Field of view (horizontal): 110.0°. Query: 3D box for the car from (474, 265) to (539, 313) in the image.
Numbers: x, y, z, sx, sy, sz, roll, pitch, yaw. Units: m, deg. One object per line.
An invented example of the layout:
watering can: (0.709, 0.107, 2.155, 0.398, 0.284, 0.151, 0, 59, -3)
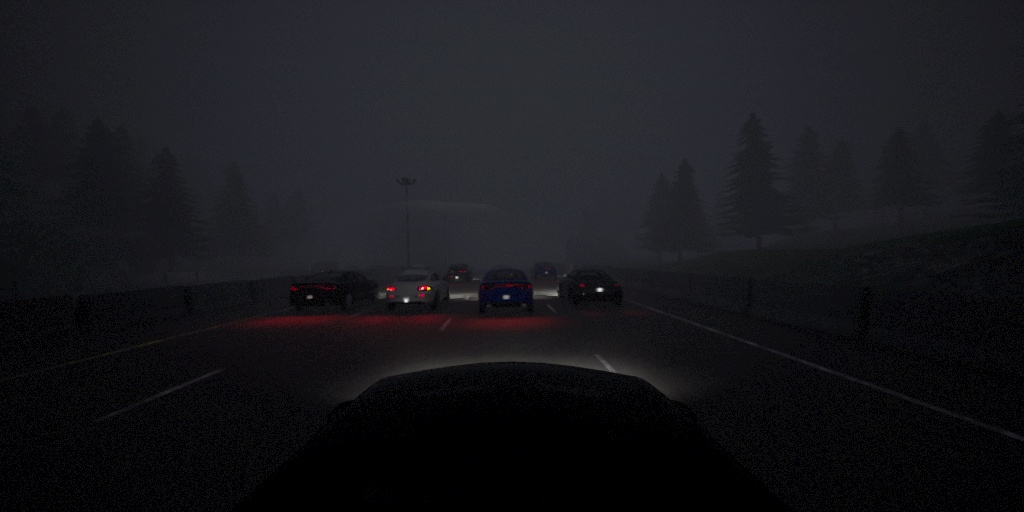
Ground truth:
car: (-0.249, 1.209, 13.986, 1.882, 1.535, 5.008, -1, -1, -2)

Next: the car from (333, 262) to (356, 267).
car: (-22.573, 1.961, 49.988, 1.812, 1.442, 4.674, -1, -1, -2)

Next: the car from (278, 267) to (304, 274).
car: (-29.529, 2.152, 48.762, 1.895, 1.301, 4.718, -1, -1, -1)

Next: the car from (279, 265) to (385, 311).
car: (-7.287, 1.342, 15.255, 1.882, 1.535, 5.008, -1, -1, -2)

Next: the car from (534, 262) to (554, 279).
car: (2.695, 1.221, 31.246, 1.882, 1.535, 5.008, -1, 0, -2)

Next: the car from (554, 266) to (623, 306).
car: (3.215, 1.231, 15.336, 1.994, 1.385, 4.181, -1, 0, -2)

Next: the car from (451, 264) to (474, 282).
car: (-4.261, 1.369, 29.657, 1.837, 1.490, 4.892, -1, 0, -2)

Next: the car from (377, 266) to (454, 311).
car: (-3.774, 1.324, 14.855, 1.812, 1.442, 4.674, -1, 0, -2)

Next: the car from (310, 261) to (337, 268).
car: (-26.075, 1.727, 50.007, 2.150, 2.045, 5.566, -1, -1, -1)
